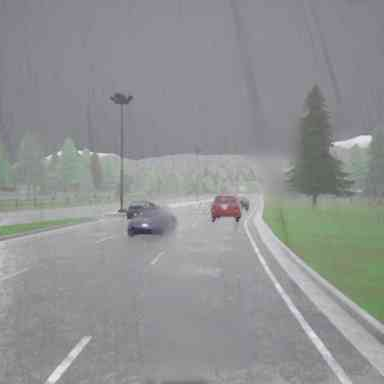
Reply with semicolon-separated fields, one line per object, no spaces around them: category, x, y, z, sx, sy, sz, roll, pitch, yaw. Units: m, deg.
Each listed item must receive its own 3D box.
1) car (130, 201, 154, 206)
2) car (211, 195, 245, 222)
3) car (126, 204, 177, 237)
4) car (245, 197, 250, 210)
car;-3.995;1.530;28.149;1.837;1.490;4.892;0;0;11
car;2.913;1.255;27.125;2.150;2.045;5.566;0;0;11
car;-2.046;1.581;18.067;1.994;1.385;4.181;0;0;6
car;6.413;1.405;43.399;2.097;1.767;4.553;0;0;12
